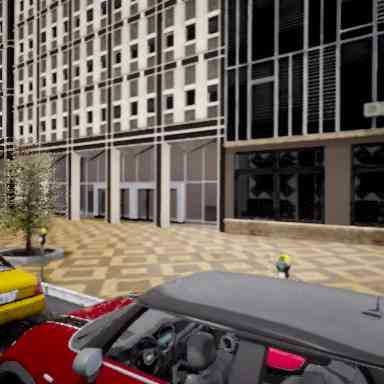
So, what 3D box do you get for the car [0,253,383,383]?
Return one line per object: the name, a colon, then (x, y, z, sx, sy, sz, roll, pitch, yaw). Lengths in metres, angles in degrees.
car: (0.085, 1.443, 2.807, 4.097, 1.590, 1.967, 0, 0, 36)
